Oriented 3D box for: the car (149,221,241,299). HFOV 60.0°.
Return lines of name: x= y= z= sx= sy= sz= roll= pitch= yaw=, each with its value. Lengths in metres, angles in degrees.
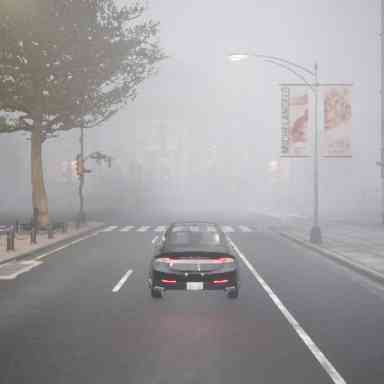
car: x=0.064 y=1.491 z=8.465 sx=2.128 sy=1.511 sz=4.902 roll=0 pitch=0 yaw=0
